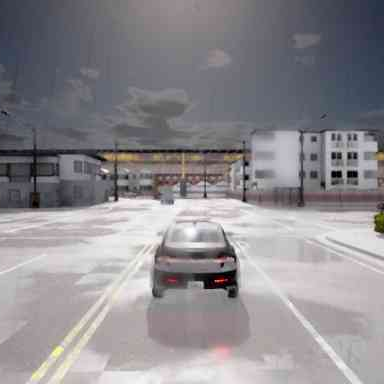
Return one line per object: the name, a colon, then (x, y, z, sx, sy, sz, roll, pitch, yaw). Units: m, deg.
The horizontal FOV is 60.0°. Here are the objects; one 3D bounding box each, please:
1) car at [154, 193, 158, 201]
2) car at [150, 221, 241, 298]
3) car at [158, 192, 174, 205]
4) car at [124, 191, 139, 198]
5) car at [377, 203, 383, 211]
car: (-6.246, 0.885, 65.066, 1.837, 1.490, 4.892, 0, 2, -19)
car: (0.078, 1.485, 8.501, 2.128, 1.511, 4.902, 0, 0, 0)
car: (-3.893, 1.040, 52.729, 2.097, 1.767, 4.553, 0, 1, -5)
car: (-14.449, 0.608, 78.907, 1.812, 1.442, 4.674, 0, 1, -40)
car: (23.560, 1.498, 37.677, 4.674, 1.442, 1.812, 0, 0, 2)
